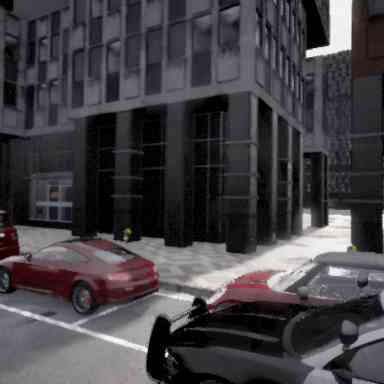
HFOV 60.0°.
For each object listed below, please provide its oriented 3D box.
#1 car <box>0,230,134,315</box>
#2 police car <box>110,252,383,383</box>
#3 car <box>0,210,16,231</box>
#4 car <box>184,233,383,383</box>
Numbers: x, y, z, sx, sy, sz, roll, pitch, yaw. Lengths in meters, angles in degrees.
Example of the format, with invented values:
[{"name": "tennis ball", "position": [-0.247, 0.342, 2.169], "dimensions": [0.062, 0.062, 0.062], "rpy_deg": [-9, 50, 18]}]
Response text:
[{"name": "car", "position": [-2.699, 1.720, 7.614], "dimensions": [4.206, 1.307, 1.802], "rpy_deg": [0, -2, 30]}, {"name": "police car", "position": [1.971, 1.539, 2.795], "dimensions": [5.238, 1.638, 1.930], "rpy_deg": [0, -2, 30]}, {"name": "car", "position": [-7.554, 1.427, 10.406], "dimensions": [5.009, 1.841, 2.192], "rpy_deg": [0, -2, 30]}, {"name": "car", "position": [2.164, 1.605, 4.833], "dimensions": [4.097, 1.590, 1.967], "rpy_deg": [0, -2, 30]}]
